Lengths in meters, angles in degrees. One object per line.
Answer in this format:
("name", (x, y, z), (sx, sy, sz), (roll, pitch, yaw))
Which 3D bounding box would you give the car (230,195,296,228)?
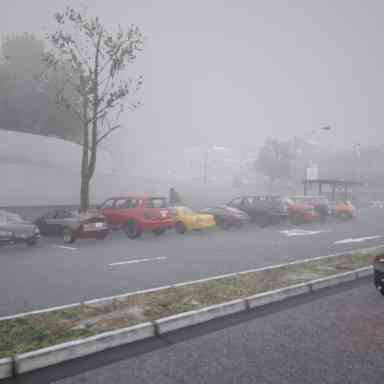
("car", (3.801, 1.263, 22.873), (5.566, 2.045, 2.435), (-1, -1, 35))

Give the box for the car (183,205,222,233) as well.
("car", (-1.240, 1.503, 19.499), (5.366, 1.575, 1.946), (-1, -1, 35))

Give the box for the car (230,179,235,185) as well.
("car", (10.732, -2.317, 78.682), (2.002, 1.452, 4.674), (7, 3, 35))

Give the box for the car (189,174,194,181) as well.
("car", (2.007, -3.850, 90.936), (2.185, 1.767, 4.553), (6, 3, 34))

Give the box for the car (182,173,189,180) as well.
("car", (0.283, -4.085, 93.410), (2.185, 1.767, 4.553), (4, 1, 34))

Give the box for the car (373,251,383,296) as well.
("car", (5.855, 1.513, 7.279), (4.892, 1.490, 1.837), (1, 0, -35))

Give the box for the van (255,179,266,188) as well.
("van", (15.864, -1.763, 71.158), (1.878, 1.987, 4.442), (7, 4, 35))

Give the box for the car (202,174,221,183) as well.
("car", (5.643, -3.175, 86.203), (1.946, 1.575, 5.366), (7, 3, 34))

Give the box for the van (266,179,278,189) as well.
("van", (17.588, -1.490, 68.683), (1.878, 1.987, 4.442), (7, 4, 35))

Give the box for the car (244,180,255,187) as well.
("car", (14.296, -1.811, 73.892), (1.946, 1.575, 5.366), (7, 3, 35))

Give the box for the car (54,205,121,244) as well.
("car", (-6.012, 1.524, 15.936), (4.792, 1.488, 2.163), (-1, -1, 35))

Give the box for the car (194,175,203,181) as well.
("car", (3.796, -3.698, 88.466), (2.435, 2.045, 5.566), (7, 3, 34))

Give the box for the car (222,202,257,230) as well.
("car", (1.370, 1.549, 21.121), (4.674, 1.452, 2.002), (-1, -1, 35))

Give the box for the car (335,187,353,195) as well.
("car", (26.224, 0.137, 56.444), (2.002, 1.452, 4.674), (7, 3, 35))

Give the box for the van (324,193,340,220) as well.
("van", (8.861, 1.297, 26.237), (4.442, 1.987, 1.878), (-1, -1, 35))

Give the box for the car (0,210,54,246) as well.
("car", (-8.435, 1.493, 14.195), (4.892, 1.521, 2.231), (-1, -1, 35))

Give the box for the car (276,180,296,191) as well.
("car", (19.343, -0.992, 66.317), (2.231, 1.521, 4.892), (7, 3, 35))

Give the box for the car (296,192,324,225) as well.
("car", (6.318, 1.267, 24.573), (5.566, 2.045, 2.435), (-1, -1, 35))

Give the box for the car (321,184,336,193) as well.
("car", (24.538, -0.426, 58.920), (2.435, 2.045, 5.566), (7, 3, 35))

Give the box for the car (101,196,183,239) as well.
("car", (-3.563, 1.248, 17.676), (5.566, 2.045, 2.435), (-1, -1, 35))

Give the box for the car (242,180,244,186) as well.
("car", (12.469, -2.043, 76.216), (2.002, 1.452, 4.674), (7, 4, 35))

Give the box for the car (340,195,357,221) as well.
("car", (11.273, 1.404, 27.983), (4.553, 1.767, 2.185), (-1, -1, 35))
